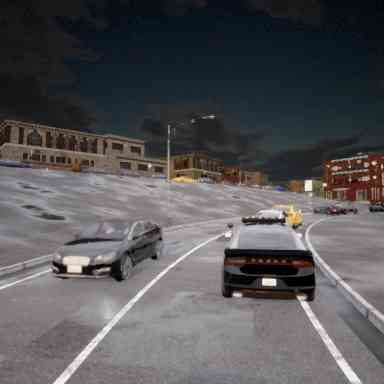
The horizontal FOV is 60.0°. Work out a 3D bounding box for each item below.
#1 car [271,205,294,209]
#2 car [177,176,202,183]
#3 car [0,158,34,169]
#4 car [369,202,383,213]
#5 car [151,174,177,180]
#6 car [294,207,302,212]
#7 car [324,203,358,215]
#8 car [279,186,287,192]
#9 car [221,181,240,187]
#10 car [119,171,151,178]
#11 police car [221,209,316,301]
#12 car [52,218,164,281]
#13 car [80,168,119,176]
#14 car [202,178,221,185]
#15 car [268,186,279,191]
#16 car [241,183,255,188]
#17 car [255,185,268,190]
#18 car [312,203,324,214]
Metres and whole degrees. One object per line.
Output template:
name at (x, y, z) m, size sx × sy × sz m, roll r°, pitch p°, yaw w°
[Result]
car at (4.255, 1.641, 17.748) m, size 1.812 × 1.442 × 4.674 m, roll -1°, pitch -1°, yaw 19°
car at (-1.232, -1.983, 59.255) m, size 5.008 × 1.535 × 2.097 m, roll 4°, pitch -6°, yaw -42°
car at (-22.142, -3.296, 41.357) m, size 4.553 × 1.767 × 2.185 m, roll 3°, pitch -5°, yaw -40°
car at (27.913, 2.254, 49.011) m, size 4.902 × 1.511 × 2.128 m, roll 2°, pitch -4°, yaw -39°
car at (-5.336, -2.211, 55.527) m, size 4.674 × 1.452 × 2.002 m, roll 4°, pitch -5°, yaw -41°
car at (6.432, 1.663, 23.046) m, size 1.882 × 1.535 × 5.008 m, roll -2°, pitch -2°, yaw 25°
car at (18.838, 2.075, 41.351) m, size 4.674 × 1.442 × 1.812 m, roll 1°, pitch -4°, yaw -40°
car at (21.730, -0.427, 83.486) m, size 2.435 × 2.045 × 5.566 m, roll -3°, pitch -6°, yaw 40°
car at (6.833, -1.391, 67.078) m, size 4.792 × 1.488 × 2.163 m, roll 4°, pitch -6°, yaw -45°
car at (-9.519, -2.506, 51.894) m, size 4.892 × 1.521 × 2.231 m, roll 3°, pitch -5°, yaw -40°
police car at (1.854, 1.457, 8.624) m, size 1.930 × 1.638 × 5.238 m, roll -1°, pitch 0°, yaw 10°
car at (-2.281, 1.582, 10.262) m, size 2.128 × 1.511 × 4.902 m, roll -1°, pitch -1°, yaw 12°
car at (-13.748, -2.738, 48.354) m, size 4.892 × 1.521 × 2.231 m, roll 3°, pitch -5°, yaw -40°
car at (2.773, -1.836, 63.058) m, size 4.553 × 1.767 × 2.185 m, roll 4°, pitch -6°, yaw -43°
car at (18.089, -0.651, 79.223) m, size 2.185 × 1.767 × 4.553 m, roll -4°, pitch -6°, yaw 41°
car at (10.669, -1.096, 71.035) m, size 2.002 × 1.452 × 4.674 m, roll -4°, pitch -6°, yaw 44°
car at (14.353, -0.848, 75.006) m, size 2.231 × 1.521 × 4.892 m, roll -4°, pitch -6°, yaw 43°
car at (18.367, 2.281, 45.588) m, size 4.892 × 1.490 × 1.837 m, roll 1°, pitch -4°, yaw -42°
